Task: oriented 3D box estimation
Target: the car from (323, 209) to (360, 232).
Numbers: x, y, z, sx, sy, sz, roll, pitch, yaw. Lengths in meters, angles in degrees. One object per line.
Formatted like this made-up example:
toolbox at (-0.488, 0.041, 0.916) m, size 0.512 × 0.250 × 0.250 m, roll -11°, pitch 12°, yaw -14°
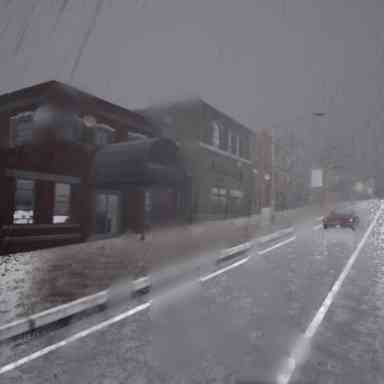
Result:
car at (10.059, 1.811, 22.240) m, size 1.895 × 1.301 × 4.718 m, roll -1°, pitch -1°, yaw 31°
